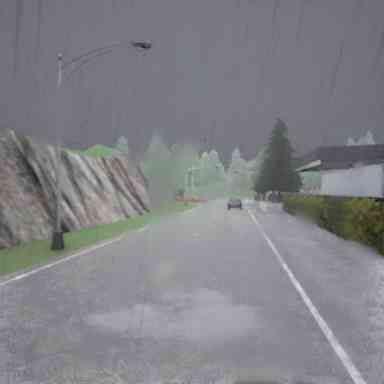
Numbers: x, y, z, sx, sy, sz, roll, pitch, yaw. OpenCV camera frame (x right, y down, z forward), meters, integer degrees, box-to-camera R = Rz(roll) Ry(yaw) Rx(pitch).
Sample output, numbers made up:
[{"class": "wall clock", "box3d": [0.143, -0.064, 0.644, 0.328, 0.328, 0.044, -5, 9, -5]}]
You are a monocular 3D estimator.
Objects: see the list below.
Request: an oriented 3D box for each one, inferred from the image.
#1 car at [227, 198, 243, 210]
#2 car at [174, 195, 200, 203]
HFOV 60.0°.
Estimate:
[{"class": "car", "box3d": [5.632, 1.527, 43.771, 2.128, 1.511, 4.902, 1, 0, 8]}, {"class": "car", "box3d": [-0.984, 1.249, 64.244, 5.008, 1.535, 1.882, 1, 0, 7]}]
